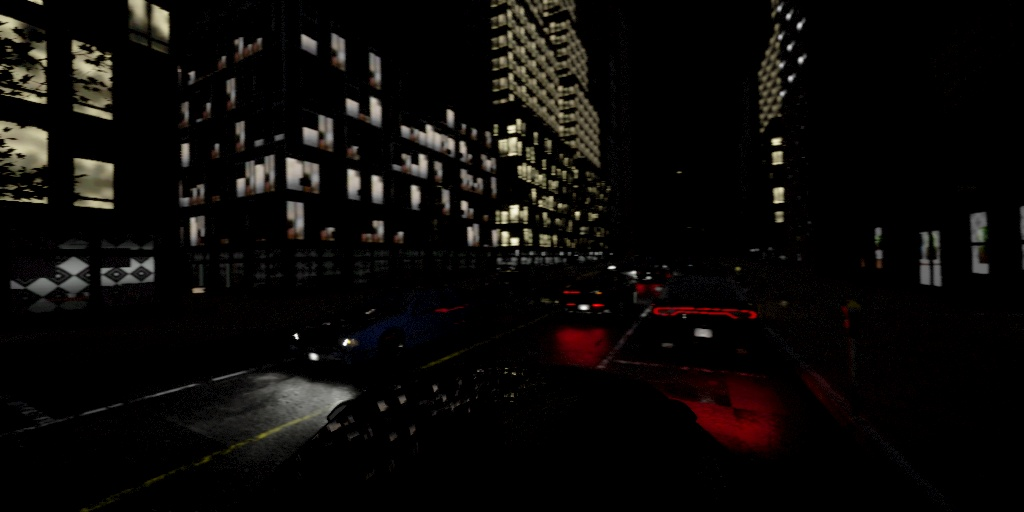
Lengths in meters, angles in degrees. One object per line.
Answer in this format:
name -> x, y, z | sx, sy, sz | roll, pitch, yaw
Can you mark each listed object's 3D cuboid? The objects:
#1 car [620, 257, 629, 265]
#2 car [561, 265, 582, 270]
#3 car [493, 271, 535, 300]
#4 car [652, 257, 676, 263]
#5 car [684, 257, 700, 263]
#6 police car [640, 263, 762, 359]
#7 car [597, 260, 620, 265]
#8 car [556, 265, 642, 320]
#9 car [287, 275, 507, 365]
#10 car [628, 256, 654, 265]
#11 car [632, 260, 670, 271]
car -> 15.224, 1.221, 49.226 | 1.888, 1.381, 4.507 | 0, 0, 27
car -> 4.936, 1.391, 28.913 | 1.802, 1.307, 4.207 | 0, 0, 27
car -> -0.207, 1.440, 18.758 | 1.948, 1.339, 4.313 | 0, 0, 27
car -> 18.052, 1.062, 42.266 | 1.837, 1.490, 4.892 | -2, 0, 27
car -> 20.120, 1.058, 40.350 | 1.948, 1.339, 4.313 | 0, 0, 27
police car -> 4.460, 1.108, 8.496 | 1.930, 1.638, 5.238 | -2, 0, 27
car -> 10.080, 1.294, 39.070 | 2.007, 1.370, 4.403 | 0, 0, 27
car -> 3.213, 1.249, 12.741 | 1.837, 1.490, 4.892 | -2, 0, 27
car -> -2.364, 1.408, 8.808 | 2.033, 1.411, 5.357 | -2, 0, 27
car -> 17.089, 1.141, 46.998 | 2.128, 1.511, 4.902 | -2, 0, 27
car -> 10.799, 1.251, 27.713 | 1.895, 1.301, 4.718 | -2, 0, 27
